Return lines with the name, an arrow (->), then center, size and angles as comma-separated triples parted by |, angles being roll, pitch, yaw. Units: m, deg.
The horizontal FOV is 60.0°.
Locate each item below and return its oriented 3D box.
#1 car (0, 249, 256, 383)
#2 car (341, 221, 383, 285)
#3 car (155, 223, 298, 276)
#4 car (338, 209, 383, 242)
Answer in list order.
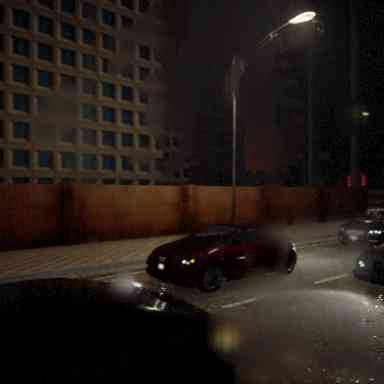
car -> -1.582, 1.564, 2.863 | 4.181, 1.385, 1.994 | 0, 0, -36
car -> 6.318, 1.536, 8.477 | 5.357, 1.411, 2.033 | 0, 0, -35
car -> 0.905, 1.557, 8.926 | 4.181, 1.385, 1.994 | 0, 0, -35
car -> 8.140, 1.474, 14.055 | 4.902, 1.511, 2.128 | 0, 0, -35
